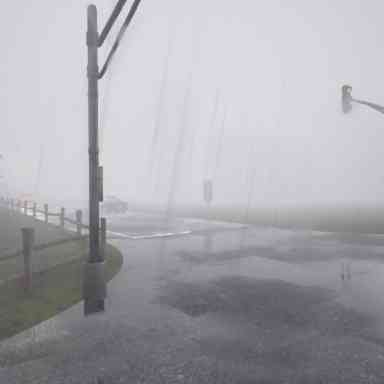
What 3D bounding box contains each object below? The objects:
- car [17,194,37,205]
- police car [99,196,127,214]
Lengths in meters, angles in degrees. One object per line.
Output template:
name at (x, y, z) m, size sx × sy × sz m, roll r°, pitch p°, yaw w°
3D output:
car at (-24.683, 1.041, 49.675) m, size 2.097 × 1.767 × 4.553 m, roll -1°, pitch 1°, yaw -35°
police car at (-8.040, 1.219, 32.241) m, size 1.930 × 1.638 × 5.238 m, roll -1°, pitch 1°, yaw -35°
